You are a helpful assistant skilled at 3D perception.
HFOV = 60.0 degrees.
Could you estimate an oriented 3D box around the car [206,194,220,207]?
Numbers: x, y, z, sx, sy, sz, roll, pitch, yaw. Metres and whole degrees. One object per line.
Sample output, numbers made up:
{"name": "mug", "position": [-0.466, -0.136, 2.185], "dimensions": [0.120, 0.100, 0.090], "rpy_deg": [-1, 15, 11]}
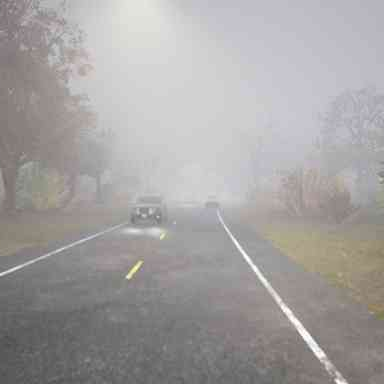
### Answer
{"name": "car", "position": [3.486, 1.297, 54.041], "dimensions": [2.150, 2.045, 5.566], "rpy_deg": [0, 0, 5]}

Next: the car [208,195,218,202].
{"name": "car", "position": [4.842, 1.540, 76.895], "dimensions": [1.837, 1.490, 4.892], "rpy_deg": [0, 0, 8]}

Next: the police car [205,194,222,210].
{"name": "police car", "position": [2.691, 1.471, 44.197], "dimensions": [1.930, 1.638, 5.238], "rpy_deg": [0, 0, 4]}

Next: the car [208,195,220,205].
{"name": "car", "position": [4.034, 1.443, 59.929], "dimensions": [2.097, 1.767, 4.553], "rpy_deg": [0, 0, 6]}

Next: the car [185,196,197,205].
{"name": "car", "position": [-0.185, 1.604, 63.549], "dimensions": [2.128, 1.511, 4.902], "rpy_deg": [0, 0, 6]}

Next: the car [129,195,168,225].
{"name": "car", "position": [-3.051, 1.226, 24.696], "dimensions": [2.150, 2.045, 5.566], "rpy_deg": [0, 0, 2]}
